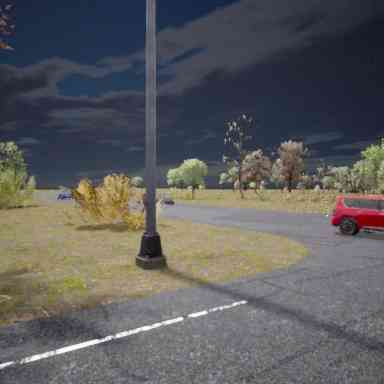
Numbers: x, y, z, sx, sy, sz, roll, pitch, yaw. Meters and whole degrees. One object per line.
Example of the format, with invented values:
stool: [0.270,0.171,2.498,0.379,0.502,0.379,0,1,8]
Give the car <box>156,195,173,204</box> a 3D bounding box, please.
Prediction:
car: [-4.424,1.058,47.644,1.994,1.385,4.181,-1,1,-35]

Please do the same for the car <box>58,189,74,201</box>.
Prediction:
car: [-23.756,0.518,62.867,2.150,2.045,5.566,-1,1,-34]

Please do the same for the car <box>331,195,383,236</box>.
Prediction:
car: [9.464,1.192,15.822,2.150,2.045,5.566,-1,1,-35]
